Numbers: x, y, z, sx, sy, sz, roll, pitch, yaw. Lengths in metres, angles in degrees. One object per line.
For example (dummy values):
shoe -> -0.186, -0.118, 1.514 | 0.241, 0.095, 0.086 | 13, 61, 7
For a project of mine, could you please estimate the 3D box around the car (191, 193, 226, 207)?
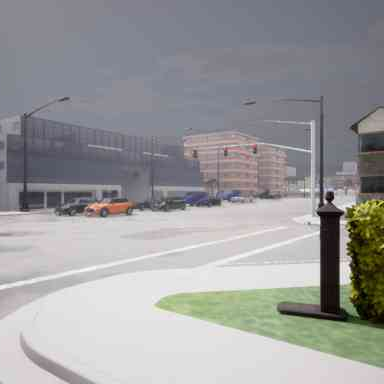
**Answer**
car -> 2.262, 1.293, 44.686 | 1.994, 1.385, 4.181 | 0, 1, 35

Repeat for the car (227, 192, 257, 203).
car -> 8.001, 1.060, 52.868 | 1.895, 1.301, 4.718 | 0, 2, 35

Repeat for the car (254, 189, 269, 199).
car -> 14.110, 0.404, 67.533 | 2.150, 2.045, 5.566 | 0, 0, 35

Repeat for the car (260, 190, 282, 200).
car -> 15.338, 0.804, 63.238 | 1.895, 1.301, 4.718 | 0, 1, 36

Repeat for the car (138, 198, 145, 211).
car -> -5.451, 1.433, 39.782 | 2.033, 1.411, 5.357 | 0, 1, 35

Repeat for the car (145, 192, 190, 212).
car -> -2.684, 1.240, 37.612 | 2.097, 1.767, 4.553 | 0, 1, 35

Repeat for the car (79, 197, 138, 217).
car -> -7.614, 1.301, 30.589 | 2.097, 1.767, 4.553 | 0, 0, 35

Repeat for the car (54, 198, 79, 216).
car -> -10.874, 1.306, 32.030 | 2.097, 1.767, 4.553 | 0, 0, 35

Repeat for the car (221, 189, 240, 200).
car -> 6.392, 0.617, 56.661 | 2.150, 2.045, 5.566 | 0, 2, 35

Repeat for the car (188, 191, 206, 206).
car -> 0.229, 0.915, 47.883 | 2.150, 2.045, 5.566 | 0, 1, 35
